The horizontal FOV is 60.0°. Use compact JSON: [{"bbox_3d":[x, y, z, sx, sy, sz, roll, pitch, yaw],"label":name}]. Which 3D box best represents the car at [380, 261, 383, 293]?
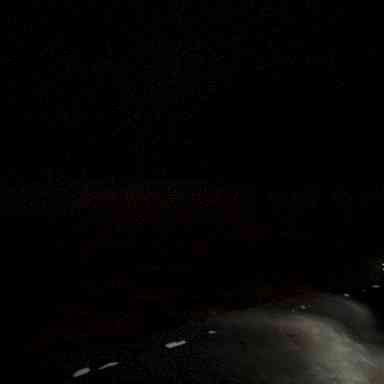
[{"bbox_3d":[6.098,1.464,7.117,5.008,1.535,1.882,0,0,-31],"label":"car"}]
